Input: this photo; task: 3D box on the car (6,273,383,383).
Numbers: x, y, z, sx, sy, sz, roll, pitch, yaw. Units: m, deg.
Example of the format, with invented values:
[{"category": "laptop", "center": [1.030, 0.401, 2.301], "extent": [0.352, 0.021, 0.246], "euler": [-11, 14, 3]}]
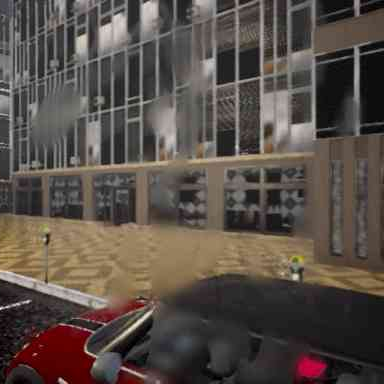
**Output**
[{"category": "car", "center": [0.239, 1.439, 2.710], "extent": [4.097, 1.590, 1.967], "euler": [0, 0, 36]}]
